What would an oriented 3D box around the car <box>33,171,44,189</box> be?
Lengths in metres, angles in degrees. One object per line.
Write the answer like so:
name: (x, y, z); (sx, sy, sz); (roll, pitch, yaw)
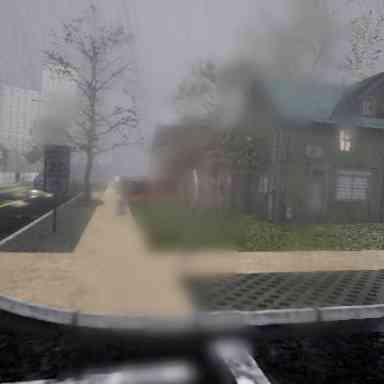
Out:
car: (-17.123, -1.388, 39.399); (2.150, 2.045, 5.566); (3, 2, -13)
